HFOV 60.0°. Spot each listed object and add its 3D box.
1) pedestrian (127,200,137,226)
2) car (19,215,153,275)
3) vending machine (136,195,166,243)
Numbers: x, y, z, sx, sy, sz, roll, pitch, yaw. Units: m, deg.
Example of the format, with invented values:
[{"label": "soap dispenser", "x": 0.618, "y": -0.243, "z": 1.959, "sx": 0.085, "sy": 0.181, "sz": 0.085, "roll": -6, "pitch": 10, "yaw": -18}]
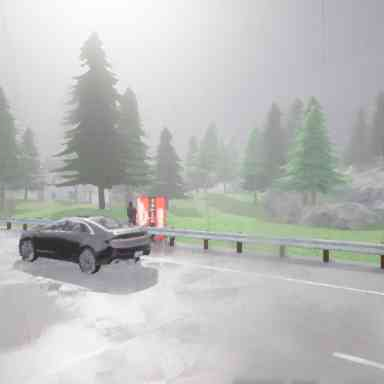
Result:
[{"label": "pedestrian", "x": -2.789, "y": 1.293, "z": 15.227, "sx": 0.375, "sy": 1.860, "sz": 0.375, "roll": 0, "pitch": 0, "yaw": 33}, {"label": "car", "x": -3.482, "y": 1.490, "z": 10.479, "sx": 4.902, "sy": 1.511, "sz": 2.128, "roll": 0, "pitch": 0, "yaw": 33}, {"label": "vending machine", "x": -1.887, "y": 1.194, "z": 15.402, "sx": 0.880, "sy": 2.100, "sz": 1.100, "roll": 0, "pitch": 0, "yaw": 33}]
